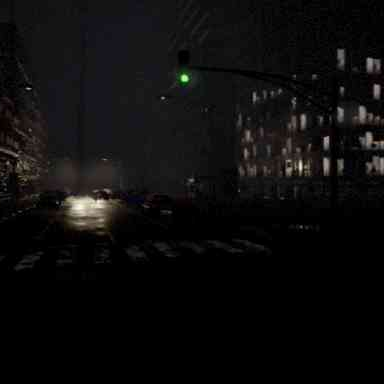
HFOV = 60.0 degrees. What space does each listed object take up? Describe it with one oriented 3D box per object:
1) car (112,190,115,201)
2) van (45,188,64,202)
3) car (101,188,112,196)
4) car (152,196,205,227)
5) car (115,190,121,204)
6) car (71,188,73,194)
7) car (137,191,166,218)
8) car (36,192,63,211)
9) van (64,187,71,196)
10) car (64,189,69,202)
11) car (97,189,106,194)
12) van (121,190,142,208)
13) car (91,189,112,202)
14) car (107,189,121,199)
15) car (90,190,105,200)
[{"bbox_3d":[-11.487,0.450,51.131,1.967,1.590,4.097,-2,2,-18],"label":"car"},{"bbox_3d":[-15.802,0.701,37.742,1.690,1.788,3.998,-2,2,-18],"label":"van"},{"bbox_3d":[-18.634,0.045,72.551,1.967,1.590,4.097,-2,2,-18],"label":"car"},{"bbox_3d":[-0.712,1.135,19.023,1.887,1.381,4.507,-2,2,-18],"label":"car"},{"bbox_3d":[-7.894,0.751,40.431,1.887,1.381,4.507,-2,2,-18],"label":"car"},{"bbox_3d":[-28.371,-0.029,75.207,2.192,1.841,5.009,-2,2,-18],"label":"car"},{"bbox_3d":[-2.510,0.935,24.372,1.967,1.590,4.097,-2,2,-18],"label":"car"},{"bbox_3d":[-14.001,1.023,32.396,1.947,1.339,4.313,-2,2,-18],"label":"car"},{"bbox_3d":[-22.984,0.305,59.152,1.690,1.788,3.998,-2,2,-18],"label":"van"},{"bbox_3d":[-19.388,0.708,48.451,1.887,1.381,4.507,-2,2,-18],"label":"car"},{"bbox_3d":[-24.021,-0.156,88.608,2.008,1.369,4.403,-2,2,-18],"label":"car"},{"bbox_3d":[-6.103,0.644,35.074,1.690,1.788,3.998,-2,2,-18],"label":"van"},{"bbox_3d":[-12.956,0.613,47.514,1.837,1.490,4.892,-1,1,-18],"label":"car"},{"bbox_3d":[-13.277,0.350,56.486,1.967,1.590,4.097,-2,2,-18],"label":"car"},{"bbox_3d":[-16.271,0.421,57.160,2.128,1.511,4.902,-1,1,-19],"label":"car"}]
